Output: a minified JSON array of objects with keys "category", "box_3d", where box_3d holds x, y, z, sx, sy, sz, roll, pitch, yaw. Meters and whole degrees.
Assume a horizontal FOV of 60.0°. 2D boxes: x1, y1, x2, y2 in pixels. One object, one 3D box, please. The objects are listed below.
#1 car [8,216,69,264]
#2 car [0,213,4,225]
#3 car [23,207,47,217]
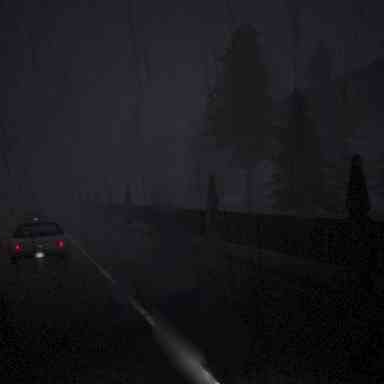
[{"category":"car","box_3d":[-6.013,1.840,13.065,1.895,1.301,4.718,-2,0,-25]},{"category":"car","box_3d":[-16.493,2.127,26.822,1.837,1.490,4.892,-2,0,-25]},{"category":"car","box_3d":[-13.662,2.066,28.998,1.812,1.442,4.674,-2,0,-26]}]
